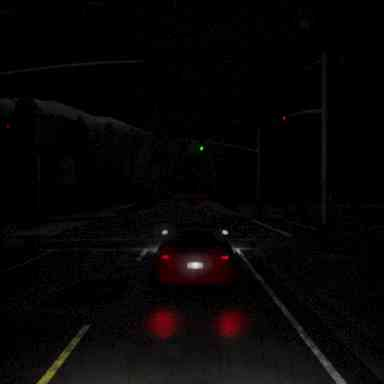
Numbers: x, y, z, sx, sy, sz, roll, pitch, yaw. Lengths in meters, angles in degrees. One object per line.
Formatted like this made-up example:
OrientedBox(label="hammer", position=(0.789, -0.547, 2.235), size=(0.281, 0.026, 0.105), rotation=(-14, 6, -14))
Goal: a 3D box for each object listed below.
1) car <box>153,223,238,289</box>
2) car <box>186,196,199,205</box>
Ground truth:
OrientedBox(label="car", position=(0.083, 1.547, 9.171), size=(1.994, 1.385, 4.181), rotation=(0, 0, 0))
OrientedBox(label="car", position=(0.093, 1.424, 55.654), size=(1.812, 1.442, 4.674), rotation=(0, 0, 0))
